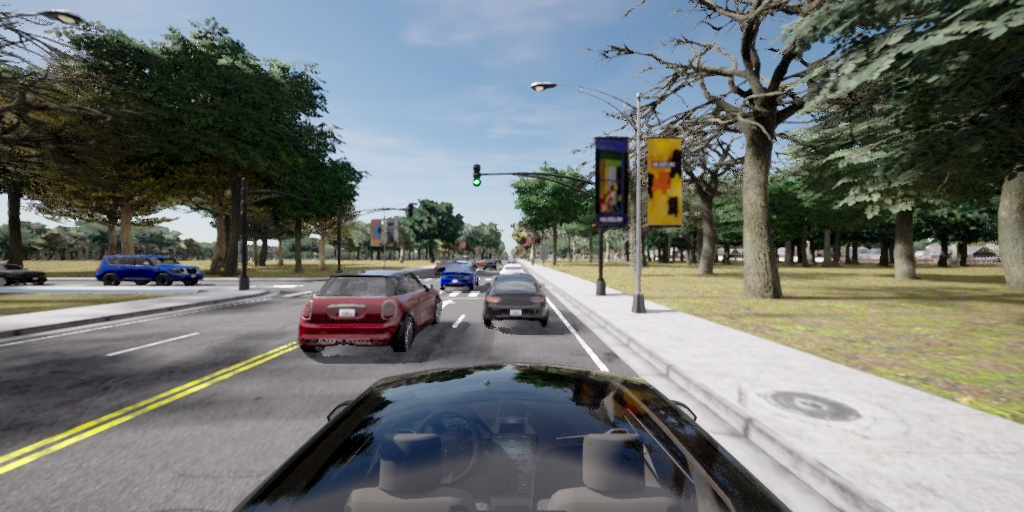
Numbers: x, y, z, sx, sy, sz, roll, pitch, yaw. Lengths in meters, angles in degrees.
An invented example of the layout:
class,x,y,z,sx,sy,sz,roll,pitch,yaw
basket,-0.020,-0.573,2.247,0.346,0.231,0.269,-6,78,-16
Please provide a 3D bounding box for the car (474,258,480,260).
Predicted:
class,x,y,z,sx,sy,sz,roll,pitch,yaw
car,-6.579,1.253,56.620,1.882,1.535,5.008,0,0,0

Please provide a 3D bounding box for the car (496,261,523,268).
class,x,y,z,sx,sy,sz,roll,pitch,yaw
car,0.088,1.280,24.795,1.812,1.442,4.674,0,0,0

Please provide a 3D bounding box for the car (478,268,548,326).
class,x,y,z,sx,sy,sz,roll,pitch,yaw
car,0.098,1.276,11.478,1.812,1.442,4.674,0,0,0

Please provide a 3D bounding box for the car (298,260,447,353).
class,x,y,z,sx,sy,sz,roll,pitch,yaw
car,-3.157,1.103,8.962,2.097,1.767,4.553,0,0,0

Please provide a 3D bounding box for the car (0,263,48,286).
class,x,y,z,sx,sy,sz,roll,pitch,yaw
car,-33.381,1.194,23.255,5.008,1.535,1.882,0,0,0

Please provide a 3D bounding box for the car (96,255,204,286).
class,x,y,z,sx,sy,sz,roll,pitch,yaw
car,-23.378,0.950,23.243,5.566,2.045,2.150,0,0,0

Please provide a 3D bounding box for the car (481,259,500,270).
class,x,y,z,sx,sy,sz,roll,pitch,yaw
car,-3.167,1.279,53.640,1.837,1.490,4.892,0,0,0

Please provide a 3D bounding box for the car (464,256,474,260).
class,x,y,z,sx,sy,sz,roll,pitch,yaw
car,-6.609,0.987,46.414,2.150,2.045,5.566,0,0,0

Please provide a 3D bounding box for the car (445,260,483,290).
class,x,y,z,sx,sy,sz,roll,pitch,yaw
car,-3.155,1.231,22.329,1.882,1.535,5.008,0,0,0

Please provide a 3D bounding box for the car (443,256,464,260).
class,x,y,z,sx,sy,sz,roll,pitch,yaw
car,-6.609,1.111,36.857,2.097,1.767,4.553,0,0,0
